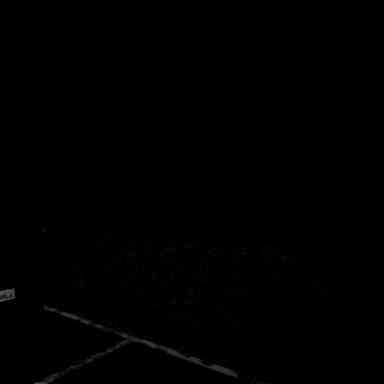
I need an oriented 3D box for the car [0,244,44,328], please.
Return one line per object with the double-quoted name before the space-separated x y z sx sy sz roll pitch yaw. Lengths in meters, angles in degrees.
"car" -4.482 1.588 6.160 4.313 1.339 1.947 0 0 35
